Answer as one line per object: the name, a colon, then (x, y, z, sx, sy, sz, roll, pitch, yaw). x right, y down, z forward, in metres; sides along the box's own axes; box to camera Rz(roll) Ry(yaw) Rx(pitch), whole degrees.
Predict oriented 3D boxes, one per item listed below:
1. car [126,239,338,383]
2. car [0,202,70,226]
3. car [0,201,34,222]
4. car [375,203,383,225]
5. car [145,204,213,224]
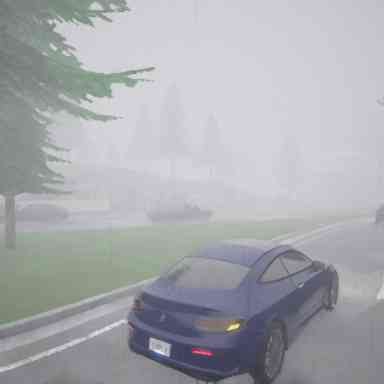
car: (1.006, 1.508, 5.473, 1.812, 1.442, 4.674, 0, 0, 36)
car: (-10.922, 1.495, 22.970, 4.674, 1.442, 1.812, 0, 0, -26)
car: (-14.512, 1.502, 25.087, 4.674, 1.442, 1.812, -1, 0, -27)
car: (13.793, 1.403, 22.264, 1.837, 1.490, 4.892, 0, 0, 44)
car: (-0.926, 1.538, 24.038, 4.718, 1.301, 1.895, 0, 0, -27)
